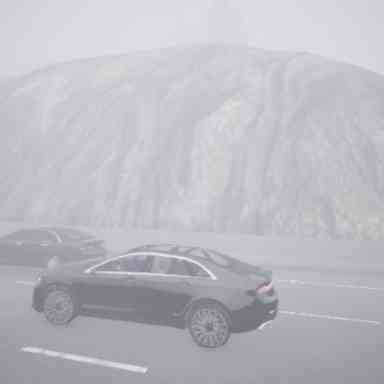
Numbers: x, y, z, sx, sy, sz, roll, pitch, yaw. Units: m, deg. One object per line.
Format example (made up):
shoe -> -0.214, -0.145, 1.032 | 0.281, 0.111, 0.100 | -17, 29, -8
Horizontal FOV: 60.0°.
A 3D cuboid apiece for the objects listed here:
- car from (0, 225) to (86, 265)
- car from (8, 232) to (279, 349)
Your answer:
car -> -5.335, 1.923, 11.598 | 4.892, 1.490, 1.837 | 1, -3, 16
car -> -0.802, 1.806, 6.622 | 4.902, 1.511, 2.128 | 1, -3, 16
